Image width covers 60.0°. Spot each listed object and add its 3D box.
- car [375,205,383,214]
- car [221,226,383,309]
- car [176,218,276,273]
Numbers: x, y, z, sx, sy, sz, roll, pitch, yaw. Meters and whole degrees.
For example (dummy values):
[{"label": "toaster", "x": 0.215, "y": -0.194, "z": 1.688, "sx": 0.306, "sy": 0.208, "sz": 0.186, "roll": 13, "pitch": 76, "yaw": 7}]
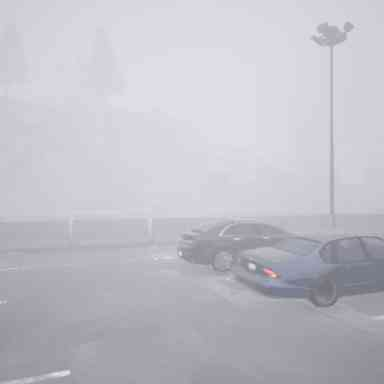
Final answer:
[{"label": "car", "x": 23.526, "y": 1.811, "z": 38.267, "sx": 4.553, "sy": 1.767, "sz": 2.097, "roll": 0, "pitch": -1, "yaw": -9}, {"label": "car", "x": 3.629, "y": 1.641, "z": 7.893, "sx": 5.357, "sy": 1.411, "sz": 2.033, "roll": 0, "pitch": -1, "yaw": -19}, {"label": "car", "x": 1.909, "y": 1.628, "z": 10.939, "sx": 4.892, "sy": 1.490, "sz": 1.837, "roll": 0, "pitch": -1, "yaw": -20}]
